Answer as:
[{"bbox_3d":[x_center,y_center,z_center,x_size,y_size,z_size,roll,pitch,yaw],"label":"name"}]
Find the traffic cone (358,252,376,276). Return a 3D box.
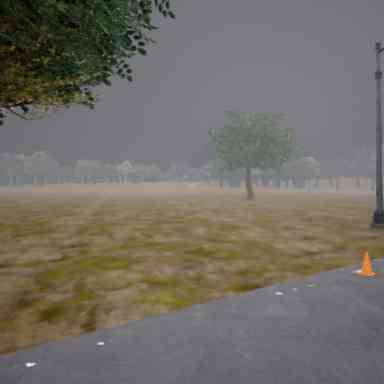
[{"bbox_3d":[4.727,1.916,8.987,0.340,0.580,0.340,-1,0,-36],"label":"traffic cone"}]
